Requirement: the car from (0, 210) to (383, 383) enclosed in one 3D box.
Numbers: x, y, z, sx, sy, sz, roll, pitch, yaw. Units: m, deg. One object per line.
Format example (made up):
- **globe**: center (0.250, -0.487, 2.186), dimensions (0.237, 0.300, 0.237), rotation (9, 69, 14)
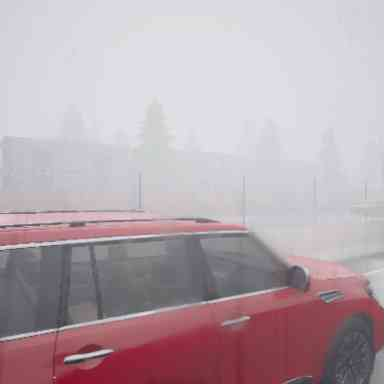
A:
- **car**: center (-0.332, 1.219, 3.405), dimensions (5.566, 2.045, 2.150), rotation (0, 0, -34)
